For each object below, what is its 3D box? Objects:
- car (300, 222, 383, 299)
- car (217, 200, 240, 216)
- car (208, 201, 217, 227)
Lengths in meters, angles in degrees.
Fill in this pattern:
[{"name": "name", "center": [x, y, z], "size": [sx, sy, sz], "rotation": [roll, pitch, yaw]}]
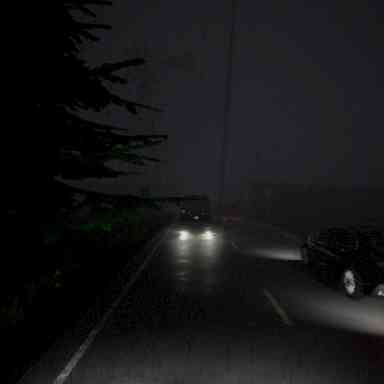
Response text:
[{"name": "car", "center": [4.264, 1.537, 8.465], "size": [1.837, 1.490, 4.892], "rotation": [0, 0, 1]}, {"name": "car", "center": [3.471, 1.488, 33.252], "size": [1.882, 1.535, 5.008], "rotation": [1, 0, -4]}, {"name": "car", "center": [0.312, 1.217, 23.110], "size": [2.150, 2.045, 5.566], "rotation": [0, 0, 1]}]
